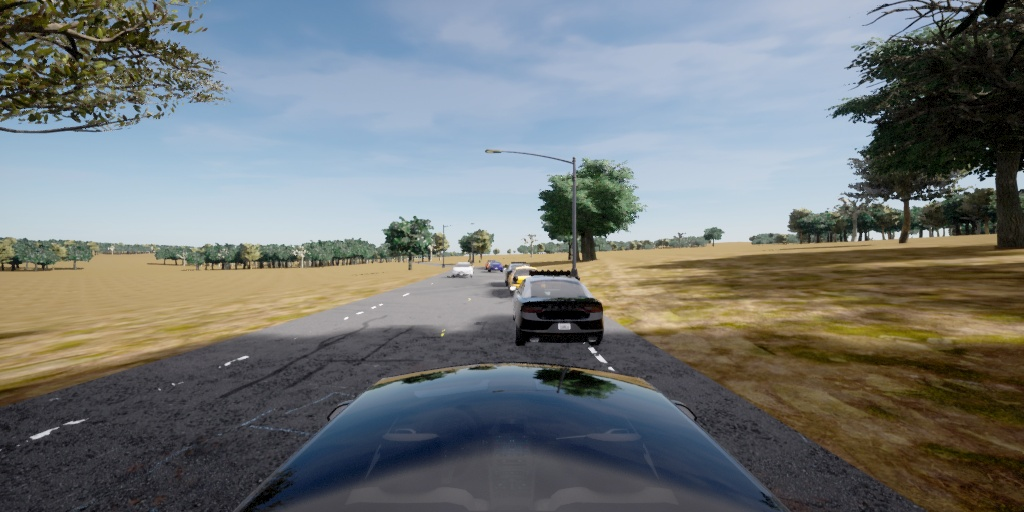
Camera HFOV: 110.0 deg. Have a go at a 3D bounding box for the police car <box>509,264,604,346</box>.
[{"bbox_3d":[0.990,1.188,9.638,1.930,1.638,5.238,0,0,-1],"label":"police car"}]

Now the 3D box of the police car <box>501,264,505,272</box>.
[{"bbox_3d":[0.460,1.223,25.722,1.930,1.638,5.238,0,0,-3],"label":"police car"}]

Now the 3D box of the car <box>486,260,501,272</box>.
[{"bbox_3d":[-2.215,1.451,48.310,1.812,1.442,4.674,0,-1,-5],"label":"car"}]

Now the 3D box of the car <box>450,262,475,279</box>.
[{"bbox_3d":[-4.643,1.345,34.132,1.812,1.442,4.674,0,0,-4],"label":"car"}]

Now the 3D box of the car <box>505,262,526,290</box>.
[{"bbox_3d":[0.718,1.241,19.773,1.801,1.575,5.366,0,0,-2],"label":"car"}]
